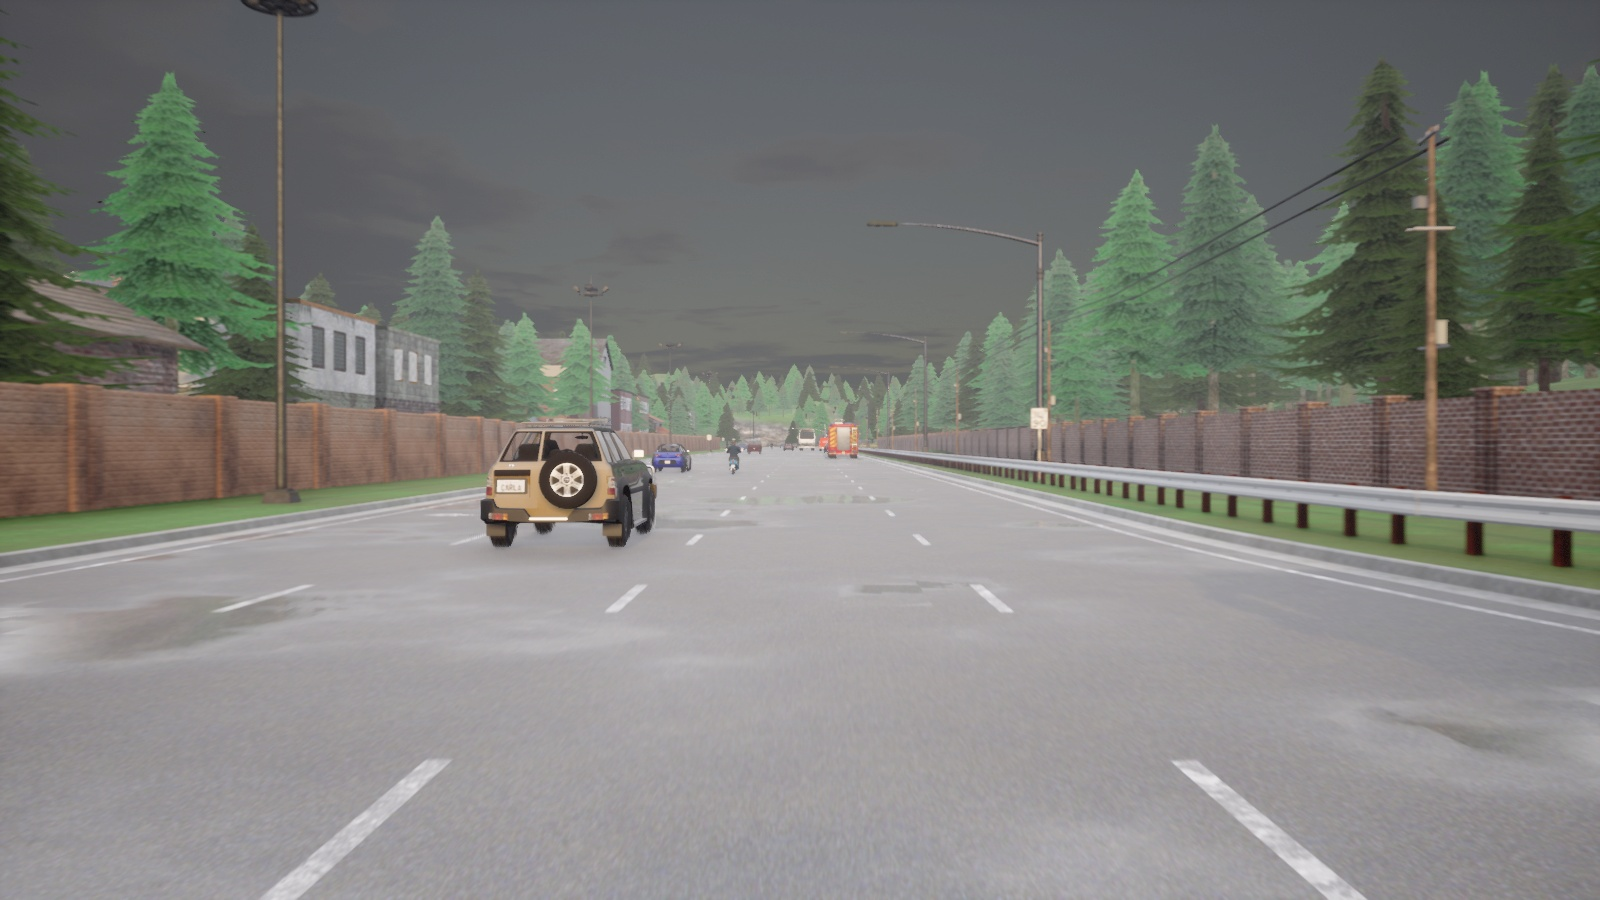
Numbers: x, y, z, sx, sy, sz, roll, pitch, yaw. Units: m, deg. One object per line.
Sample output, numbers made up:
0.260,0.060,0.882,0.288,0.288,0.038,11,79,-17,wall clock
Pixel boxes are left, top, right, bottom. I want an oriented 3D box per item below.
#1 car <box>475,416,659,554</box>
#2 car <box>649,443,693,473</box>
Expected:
-3.378,0.454,19.127,1.932,1.855,4.605,0,0,0,car
-6.622,0.392,65.020,1.816,1.474,4.193,0,0,0,car
